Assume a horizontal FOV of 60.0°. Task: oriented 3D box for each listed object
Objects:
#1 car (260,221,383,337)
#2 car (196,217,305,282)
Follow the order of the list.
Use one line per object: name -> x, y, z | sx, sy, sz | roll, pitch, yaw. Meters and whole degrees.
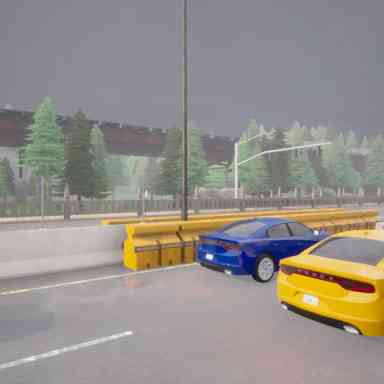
car -> 3.811, 1.480, 6.473 | 5.008, 1.535, 1.882 | 0, 0, -35
car -> 2.450, 1.480, 9.802 | 5.008, 1.535, 1.882 | 0, 0, -36
